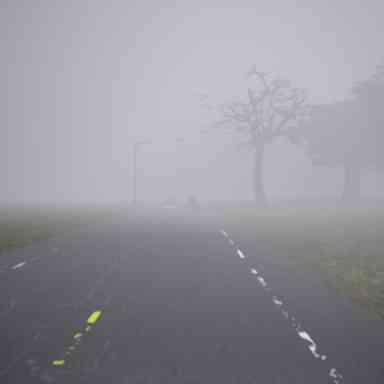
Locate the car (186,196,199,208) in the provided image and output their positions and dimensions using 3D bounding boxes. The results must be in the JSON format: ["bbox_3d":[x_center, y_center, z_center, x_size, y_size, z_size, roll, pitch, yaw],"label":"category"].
[{"bbox_3d":[0.084,1.484,47.931,2.033,1.411,5.357,0,0,0],"label":"car"}]

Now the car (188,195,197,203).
[{"bbox_3d":[0.077,1.447,67.204,1.812,1.442,4.674,0,0,0],"label":"car"}]

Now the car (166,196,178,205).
[{"bbox_3d":[-3.520,1.460,58.271,2.128,1.511,4.902,0,0,0],"label":"car"}]
